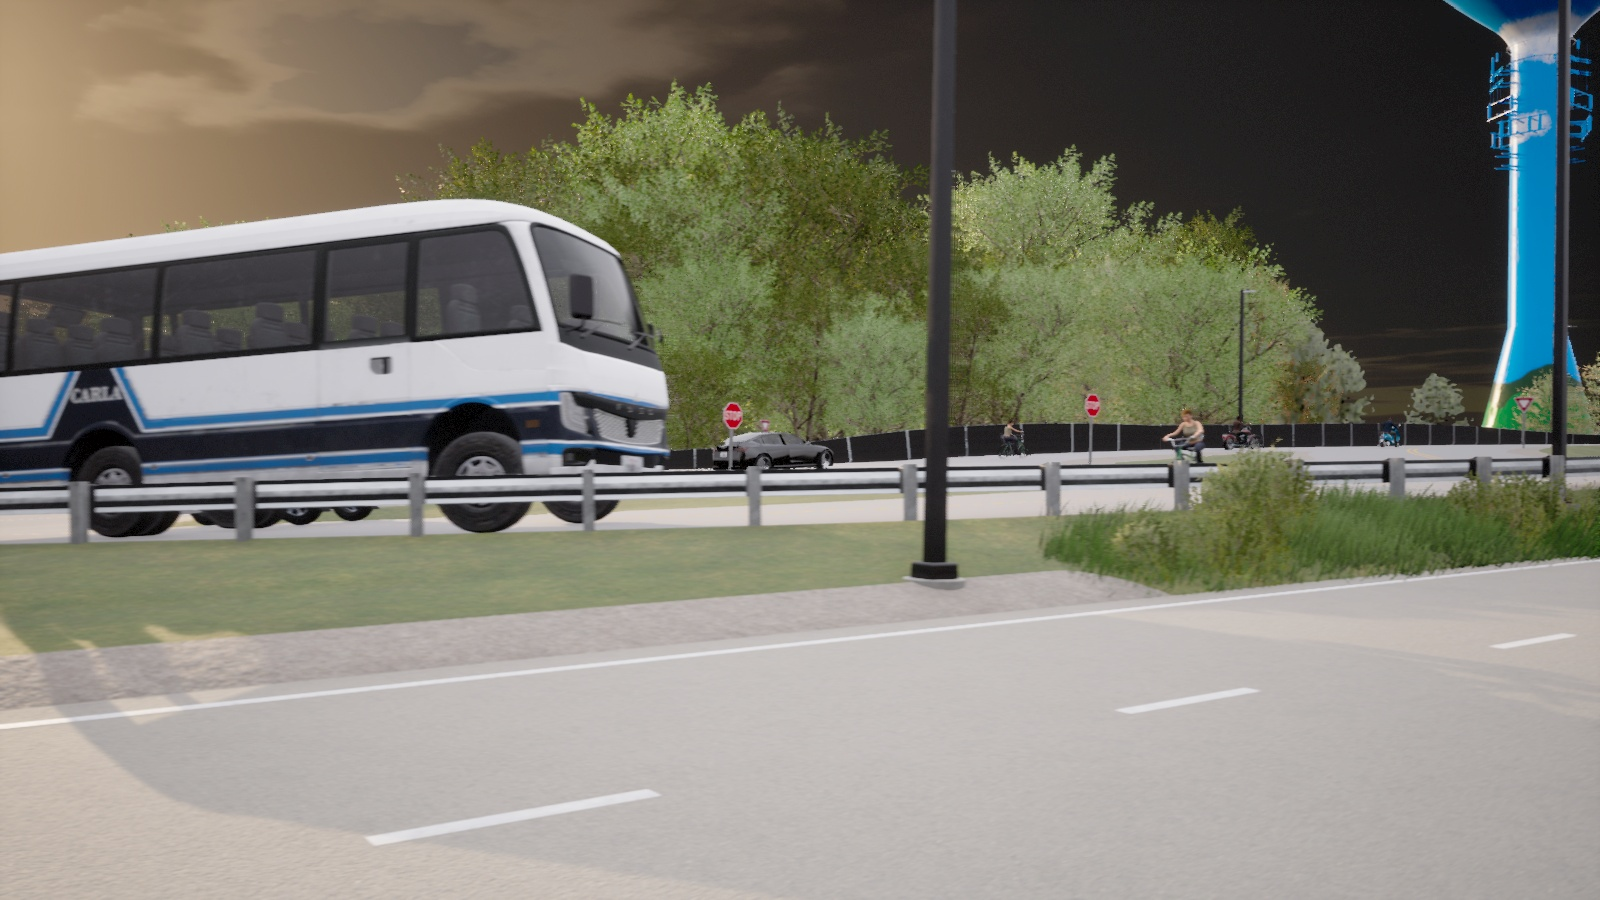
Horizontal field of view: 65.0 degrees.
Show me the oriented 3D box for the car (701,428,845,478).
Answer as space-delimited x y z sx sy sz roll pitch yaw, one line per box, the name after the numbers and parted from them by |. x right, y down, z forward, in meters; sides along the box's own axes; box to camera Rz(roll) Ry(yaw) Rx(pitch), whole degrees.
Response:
-0.890 0.090 43.972 2.163 1.488 4.792 -1 2 45 | car

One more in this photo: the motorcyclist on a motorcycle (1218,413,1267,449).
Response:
20.674 -0.876 58.679 2.350 1.649 0.766 -1 1 -27 | motorcyclist on a motorcycle

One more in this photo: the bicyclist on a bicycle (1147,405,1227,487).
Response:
8.049 -0.092 26.085 1.509 1.612 0.866 -2 -1 -44 | bicyclist on a bicycle

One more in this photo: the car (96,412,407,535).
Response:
-9.446 0.428 21.755 4.605 1.855 1.932 -2 -2 10 | car

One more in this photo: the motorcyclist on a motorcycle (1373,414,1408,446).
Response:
30.496 -1.031 64.864 1.817 1.590 0.866 -1 1 -36 | motorcyclist on a motorcycle

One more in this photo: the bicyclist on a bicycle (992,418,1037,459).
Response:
8.743 -0.480 51.244 1.509 1.612 0.866 -2 -1 -24 | bicyclist on a bicycle

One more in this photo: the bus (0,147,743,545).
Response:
-6.377 -0.991 17.644 10.273 4.253 3.944 -3 -3 17 | bus
